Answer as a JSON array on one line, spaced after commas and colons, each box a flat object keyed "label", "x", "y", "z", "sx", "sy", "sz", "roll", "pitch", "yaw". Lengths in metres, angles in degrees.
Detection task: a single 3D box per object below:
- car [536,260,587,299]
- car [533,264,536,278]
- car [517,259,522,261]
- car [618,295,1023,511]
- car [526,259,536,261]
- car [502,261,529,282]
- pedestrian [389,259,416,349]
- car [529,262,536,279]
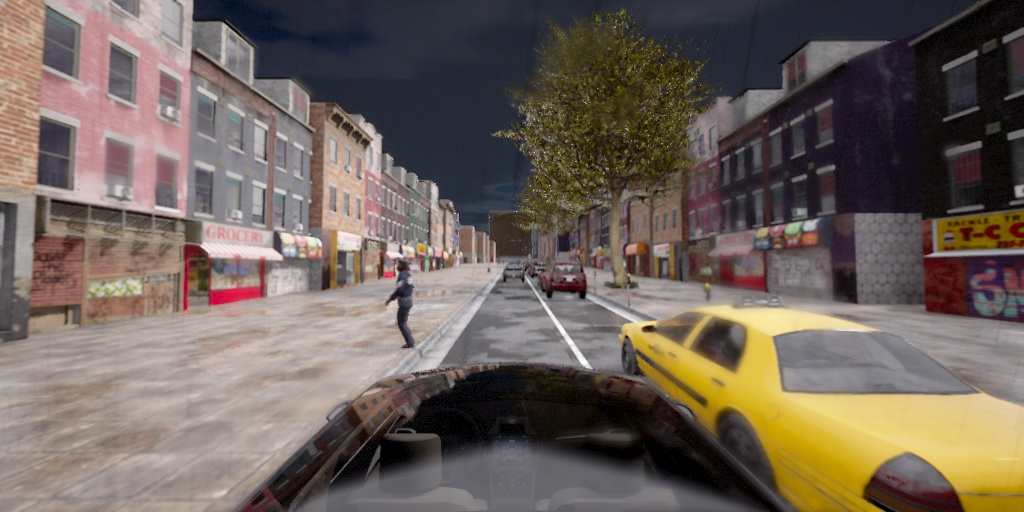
[{"label": "car", "x": 2.681, "y": 1.206, "z": 19.229, "sx": 2.192, "sy": 1.841, "sz": 5.009, "roll": 0, "pitch": 0, "yaw": 0}, {"label": "car", "x": 2.695, "y": 1.470, "z": 24.787, "sx": 1.888, "sy": 1.381, "sz": 4.507, "roll": 0, "pitch": 0, "yaw": 0}, {"label": "car", "x": 0.184, "y": 1.522, "z": 45.594, "sx": 1.812, "sy": 1.442, "sz": 4.674, "roll": 0, "pitch": 0, "yaw": 1}, {"label": "car", "x": 2.755, "y": 1.230, "z": 4.282, "sx": 1.801, "sy": 1.575, "sz": 5.366, "roll": 0, "pitch": -1, "yaw": 0}, {"label": "car", "x": 2.764, "y": 1.330, "z": 52.564, "sx": 2.192, "sy": 1.841, "sz": 5.009, "roll": 0, "pitch": 0, "yaw": 0}, {"label": "car", "x": 0.158, "y": 1.447, "z": 31.492, "sx": 2.128, "sy": 1.511, "sz": 4.902, "roll": 0, "pitch": 0, "yaw": 0}, {"label": "pedestrian", "x": -2.203, "y": 0.944, "z": 7.319, "sx": 0.375, "sy": 1.860, "sz": 0.375, "roll": 2, "pitch": -2, "yaw": 0}, {"label": "car", "x": 2.723, "y": 1.537, "z": 35.901, "sx": 1.948, "sy": 1.339, "sz": 4.313, "roll": 0, "pitch": 0, "yaw": 0}]
